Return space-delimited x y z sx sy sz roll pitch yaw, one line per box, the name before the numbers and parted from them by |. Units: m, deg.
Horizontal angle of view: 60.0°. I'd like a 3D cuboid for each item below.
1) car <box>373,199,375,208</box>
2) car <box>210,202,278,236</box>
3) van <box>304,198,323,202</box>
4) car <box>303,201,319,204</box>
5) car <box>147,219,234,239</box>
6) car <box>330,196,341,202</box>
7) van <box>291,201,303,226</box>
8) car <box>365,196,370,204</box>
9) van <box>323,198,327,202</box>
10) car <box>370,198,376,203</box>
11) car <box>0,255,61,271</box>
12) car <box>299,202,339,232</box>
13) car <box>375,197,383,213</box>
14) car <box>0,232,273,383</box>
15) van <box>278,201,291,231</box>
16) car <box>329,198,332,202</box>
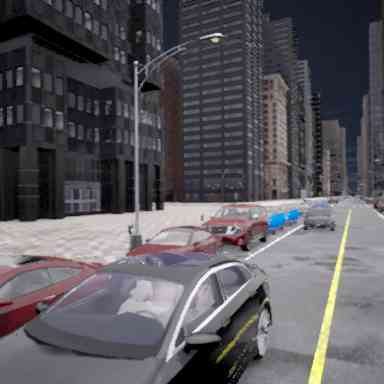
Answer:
car | 27.195 1.918 47.095 1.802 1.307 4.206 -1 -1 26
car | 2.124 1.486 15.091 2.192 1.841 5.009 -1 -1 26
van | 14.552 1.714 40.612 1.690 1.788 3.998 -1 -1 26
car | 12.069 1.913 35.504 1.802 1.307 4.206 -1 -1 26
car | -0.359 1.714 9.984 1.802 1.307 4.206 -1 -1 26
car | 36.289 2.057 85.246 2.192 1.841 5.009 -1 -1 26
van | 7.095 1.592 25.299 1.690 1.788 3.998 -1 -1 26
car | 41.490 2.130 76.449 2.008 1.369 4.403 -1 -1 26
van | 19.524 1.797 50.820 1.690 1.788 3.998 -1 -1 26
car | 29.678 1.693 52.203 2.192 1.841 5.009 -1 -1 26
car | -2.845 1.675 4.879 1.802 1.307 4.206 -1 -1 26
car | 8.547 1.698 21.961 1.837 1.490 4.892 -1 0 26
car | 24.708 1.735 41.992 1.967 1.590 4.097 -1 -1 26
car | -0.424 1.547 3.757 2.128 1.511 4.902 -1 -1 26
van | 4.610 1.552 20.195 1.690 1.788 3.998 -1 -1 26
car | 21.937 2.021 55.769 1.752 1.417 4.829 -1 -1 26
